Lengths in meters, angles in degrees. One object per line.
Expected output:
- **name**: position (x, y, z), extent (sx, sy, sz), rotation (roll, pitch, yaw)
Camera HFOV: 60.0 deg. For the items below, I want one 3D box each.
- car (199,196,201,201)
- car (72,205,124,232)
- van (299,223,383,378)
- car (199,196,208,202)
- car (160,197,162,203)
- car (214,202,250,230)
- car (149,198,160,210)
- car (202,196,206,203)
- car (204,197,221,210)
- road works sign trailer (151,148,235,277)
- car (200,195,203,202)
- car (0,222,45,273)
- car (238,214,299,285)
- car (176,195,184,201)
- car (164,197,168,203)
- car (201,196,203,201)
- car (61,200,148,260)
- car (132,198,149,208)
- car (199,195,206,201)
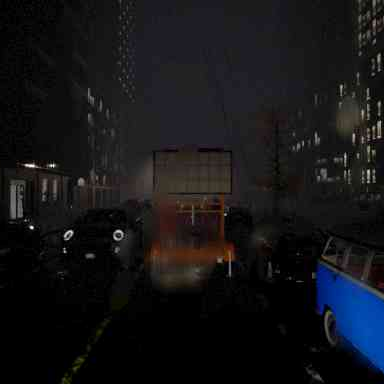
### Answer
- **car**: position (2.703, 1.570, 60.493), extent (2.008, 1.369, 4.403), rotation (0, 0, 0)
- **car**: position (-5.682, 1.555, 20.692), extent (2.008, 1.369, 4.403), rotation (0, 0, 0)
- **van**: position (2.699, 1.342, 3.604), extent (1.690, 1.788, 3.998), rotation (0, 0, 0)
- **car**: position (2.705, 1.596, 77.559), extent (1.947, 1.339, 4.313), rotation (0, 0, 0)
- **car**: position (-5.679, 1.559, 49.138), extent (1.887, 1.381, 4.507), rotation (0, 0, 0)
- **car**: position (2.699, 1.555, 20.670), extent (2.008, 1.369, 4.403), rotation (0, 0, 0)
- **car**: position (-5.680, 1.563, 43.449), extent (2.008, 1.369, 4.403), rotation (0, 0, 0)
- **car**: position (2.702, 1.452, 43.425), extent (1.967, 1.590, 4.097), rotation (0, 0, 0)
- **car**: position (2.700, 1.561, 37.737), extent (2.008, 1.369, 4.403), rotation (0, 0, 0)
- **road works sign trailer**: position (0.025, 0.466, 10.256), extent (2.380, 3.560, 2.880), rotation (0, 0, 0)
- **car**: position (2.702, 1.599, 54.804), extent (1.802, 1.307, 4.206), rotation (0, 0, 0)
- **car**: position (-5.684, 1.568, 9.314), extent (1.947, 1.339, 4.313), rotation (0, 0, 0)
- **car**: position (2.697, 1.553, 9.293), extent (2.008, 1.369, 4.403), rotation (0, 0, 0)
- **car**: position (-2.990, 1.526, 84.767), extent (2.128, 1.511, 4.902), rotation (0, 0, 0)
- **car**: position (-5.677, 1.568, 66.205), extent (1.887, 1.381, 4.507), rotation (0, 0, 0)
- **car**: position (2.702, 1.559, 49.115), extent (1.887, 1.381, 4.507), rotation (0, 0, 0)
- **car**: position (-3.099, 1.354, 12.327), extent (2.097, 1.767, 4.553), rotation (0, 0, 0)
- **car**: position (-5.680, 1.448, 32.071), extent (1.967, 1.590, 4.097), rotation (0, 0, 0)
- **car**: position (2.707, 1.564, 89.107), extent (1.752, 1.417, 4.829), rotation (0, 0, 0)
